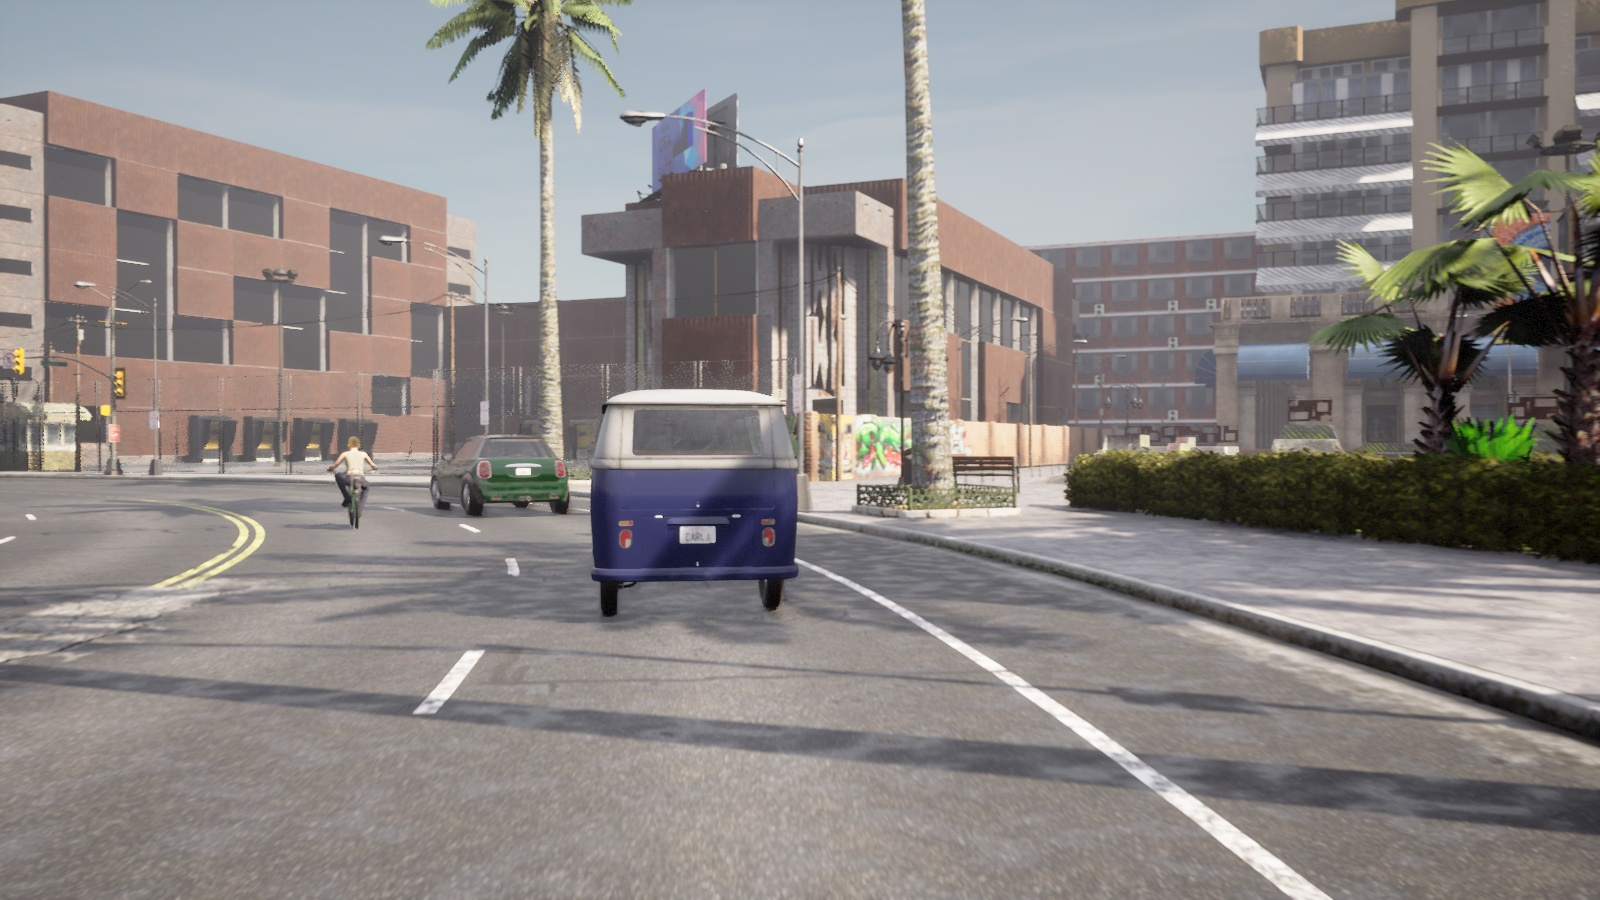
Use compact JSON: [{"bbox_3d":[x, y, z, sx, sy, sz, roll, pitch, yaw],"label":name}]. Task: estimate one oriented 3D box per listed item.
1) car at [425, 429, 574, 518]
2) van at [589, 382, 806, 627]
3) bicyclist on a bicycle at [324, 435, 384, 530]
[{"bbox_3d":[-6.659,0.446,27.492,2.097,1.767,4.553,0,0,-28],"label":"car"},{"bbox_3d":[-1.188,0.428,12.495,1.775,1.987,4.442,0,0,-9],"label":"van"},{"bbox_3d":[-7.938,0.553,22.300,0.866,1.612,1.509,-1,1,-24],"label":"bicyclist on a bicycle"}]
